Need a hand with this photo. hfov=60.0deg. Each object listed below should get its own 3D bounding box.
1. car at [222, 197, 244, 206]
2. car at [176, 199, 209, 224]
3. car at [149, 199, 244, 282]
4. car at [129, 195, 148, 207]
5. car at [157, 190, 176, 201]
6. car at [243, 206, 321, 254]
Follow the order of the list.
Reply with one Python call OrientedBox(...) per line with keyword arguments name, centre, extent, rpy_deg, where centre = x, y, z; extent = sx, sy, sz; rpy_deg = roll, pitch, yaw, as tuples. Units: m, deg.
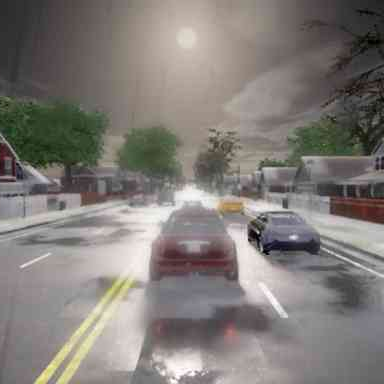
OrientedBox(name="car", centre=(3.336, 1.159, 28.852), extent=(1.882, 1.535, 5.008), rpy_deg=(0, 1, 0))
OrientedBox(name="car", centre=(0.052, 1.286, 23.617), extent=(2.033, 1.411, 5.357), rpy_deg=(0, 1, 1))
OrientedBox(name="car", centre=(0.057, 1.246, 9.576), extent=(2.097, 1.767, 4.553), rpy_deg=(0, 1, 0))
OrientedBox(name="car", centre=(-6.569, 1.066, 41.394), extent=(1.812, 1.442, 4.674), rpy_deg=(0, 0, 0))
OrientedBox(name="car", centre=(-3.303, 0.738, 43.861), extent=(2.150, 2.045, 5.566), rpy_deg=(0, 0, 0))
OrientedBox(name="car", centre=(3.327, 1.422, 12.805), extent=(1.994, 1.385, 4.181), rpy_deg=(0, 1, 0))
